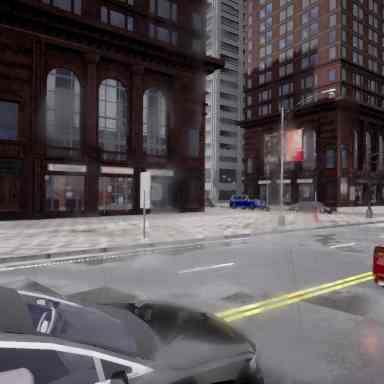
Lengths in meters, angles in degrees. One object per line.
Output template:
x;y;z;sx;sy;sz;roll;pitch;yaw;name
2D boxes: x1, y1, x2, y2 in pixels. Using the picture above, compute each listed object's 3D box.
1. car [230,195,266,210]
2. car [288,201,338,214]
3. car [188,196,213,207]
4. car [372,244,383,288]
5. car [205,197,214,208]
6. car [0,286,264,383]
7.512;1.445;45.399;2.150;2.045;5.566;1;-1;-35;car
13.390;1.725;37.122;2.033;1.411;5.357;1;-1;-35;car
1.440;1.682;59.452;2.097;1.767;4.553;1;-1;-36;car
6.260;1.489;7.897;5.008;1.535;1.882;0;0;-35;car
1.693;1.834;53.592;1.994;1.385;4.181;1;-1;-35;car
-1.569;1.492;2.326;4.902;1.511;2.128;0;0;-35;car
